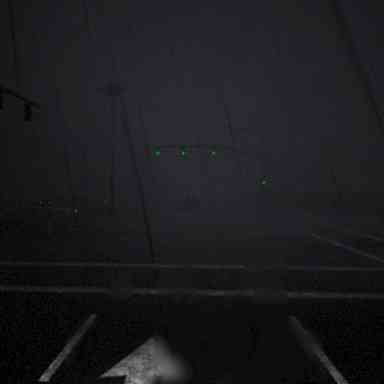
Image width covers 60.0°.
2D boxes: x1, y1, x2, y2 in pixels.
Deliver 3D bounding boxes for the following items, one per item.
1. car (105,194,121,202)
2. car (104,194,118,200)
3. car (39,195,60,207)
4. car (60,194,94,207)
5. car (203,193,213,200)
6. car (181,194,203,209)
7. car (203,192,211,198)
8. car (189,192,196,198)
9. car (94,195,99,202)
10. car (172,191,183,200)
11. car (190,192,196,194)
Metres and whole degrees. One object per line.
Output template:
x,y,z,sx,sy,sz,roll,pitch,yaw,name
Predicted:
-14.970,1.107,63.339,2.033,1.411,5.357,0,0,0,car
-18.388,1.054,75.649,1.895,1.301,4.718,0,0,0,car
-18.574,1.196,44.282,1.837,1.490,4.892,0,1,0,car
-15.078,1.184,44.030,2.128,1.511,4.902,0,1,0,car
3.587,0.965,71.858,1.882,1.535,5.008,0,0,0,car
0.003,1.261,41.027,2.033,1.411,5.357,0,0,0,car
3.656,0.825,82.275,1.994,1.385,4.181,0,0,0,car
0.156,0.772,82.295,1.837,1.490,4.892,0,0,0,car
-18.499,1.127,60.407,2.033,1.411,5.357,0,0,1,car
-3.412,1.030,72.018,2.033,1.411,5.357,0,0,0,car
0.088,1.014,71.961,2.128,1.511,4.902,0,0,0,car
